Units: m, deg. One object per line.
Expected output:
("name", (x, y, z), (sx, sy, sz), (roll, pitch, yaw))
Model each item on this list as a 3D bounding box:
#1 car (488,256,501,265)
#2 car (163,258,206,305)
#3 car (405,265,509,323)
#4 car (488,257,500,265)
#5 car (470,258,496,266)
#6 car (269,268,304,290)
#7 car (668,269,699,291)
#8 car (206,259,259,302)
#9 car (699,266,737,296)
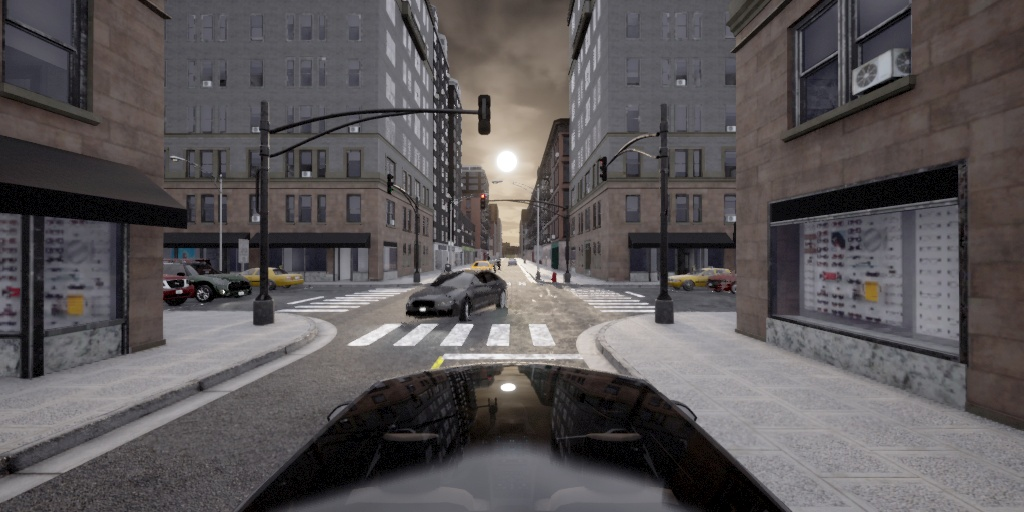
("car", (-2.801, 0.953, 54.896), (2.150, 2.045, 5.566), (0, 0, 0))
("car", (-15.090, 1.035, 13.549), (5.009, 1.841, 2.192), (0, 0, 0))
("car", (-1.692, 1.254, 12.393), (1.837, 1.490, 4.892), (-3, -1, 21))
("car", (-2.816, 1.244, 44.303), (1.837, 1.490, 4.892), (0, 0, 0))
("car", (-2.821, 1.222, 33.900), (1.882, 1.535, 5.008), (0, 0, 0))
("car", (-15.234, 1.279, 21.575), (4.829, 1.417, 1.751), (0, 0, 0))
("car", (11.649, 1.304, 21.516), (4.829, 1.417, 1.751), (0, 0, 0))
("car", (-14.378, 1.084, 16.089), (4.553, 1.767, 2.097), (0, 0, 0))
("car", (13.013, 1.246, 18.977), (5.008, 1.535, 1.882), (0, 0, 0))
